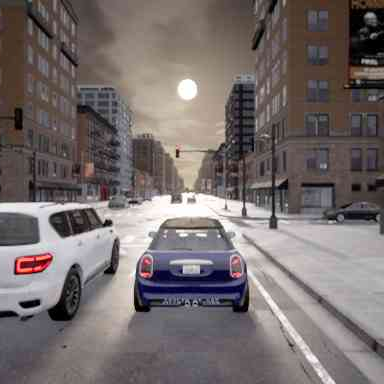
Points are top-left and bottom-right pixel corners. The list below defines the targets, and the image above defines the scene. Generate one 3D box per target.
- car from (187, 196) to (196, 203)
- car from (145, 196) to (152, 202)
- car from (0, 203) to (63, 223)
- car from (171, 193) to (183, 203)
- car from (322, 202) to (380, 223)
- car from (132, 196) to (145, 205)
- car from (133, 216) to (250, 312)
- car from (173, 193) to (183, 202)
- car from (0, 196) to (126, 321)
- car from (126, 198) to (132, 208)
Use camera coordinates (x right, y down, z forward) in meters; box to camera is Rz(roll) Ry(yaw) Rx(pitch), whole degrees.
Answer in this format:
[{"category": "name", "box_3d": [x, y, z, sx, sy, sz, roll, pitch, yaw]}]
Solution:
[{"category": "car", "box_3d": [-0.090, 1.533, 69.248, 2.128, 1.511, 4.902, 0, 0, 0]}, {"category": "car", "box_3d": [-9.845, 1.542, 72.910, 1.994, 1.385, 4.181, 0, 0, 0]}, {"category": "car", "box_3d": [-13.148, 1.634, 26.817, 4.718, 1.301, 1.895, 0, 0, -45]}, {"category": "car", "box_3d": [-3.254, 1.263, 69.992, 2.150, 2.045, 5.566, 0, 0, 0]}, {"category": "car", "box_3d": [12.689, 1.564, 25.901, 4.892, 1.490, 1.837, 0, 0, 2]}, {"category": "car", "box_3d": [-9.905, 1.637, 57.975, 1.895, 1.301, 4.718, 0, 0, 0]}, {"category": "car", "box_3d": [-0.002, 1.358, 7.864, 2.097, 1.767, 4.553, 0, 0, 0]}, {"category": "car", "box_3d": [-3.354, 1.271, 80.382, 2.150, 2.045, 5.566, 0, 0, 0]}, {"category": "car", "box_3d": [-3.158, 1.228, 7.407, 2.150, 2.045, 5.566, 0, 0, 0]}, {"category": "car", "box_3d": [-9.908, 1.382, 44.925, 2.097, 1.767, 4.553, 0, 0, 0]}]
